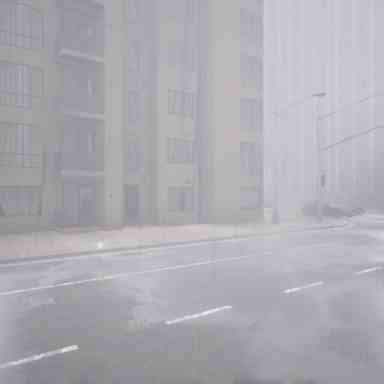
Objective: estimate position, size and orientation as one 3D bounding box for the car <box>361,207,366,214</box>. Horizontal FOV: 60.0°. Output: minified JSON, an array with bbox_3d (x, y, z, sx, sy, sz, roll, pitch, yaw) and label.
[{"bbox_3d":[14.236,1.601,32.334,1.895,1.301,4.718,0,0,-34],"label":"car"}]

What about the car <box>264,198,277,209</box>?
[{"bbox_3d":[9.533,1.564,45.699,1.994,1.385,4.181,0,0,-34],"label":"car"}]

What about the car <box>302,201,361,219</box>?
[{"bbox_3d":[11.981,1.526,29.457,1.812,1.442,4.674,0,0,-34],"label":"car"}]

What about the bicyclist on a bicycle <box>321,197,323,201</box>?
[{"bbox_3d":[18.319,1.301,47.564,1.656,1.620,0.582,0,0,-34],"label":"bicyclist on a bicycle"}]
